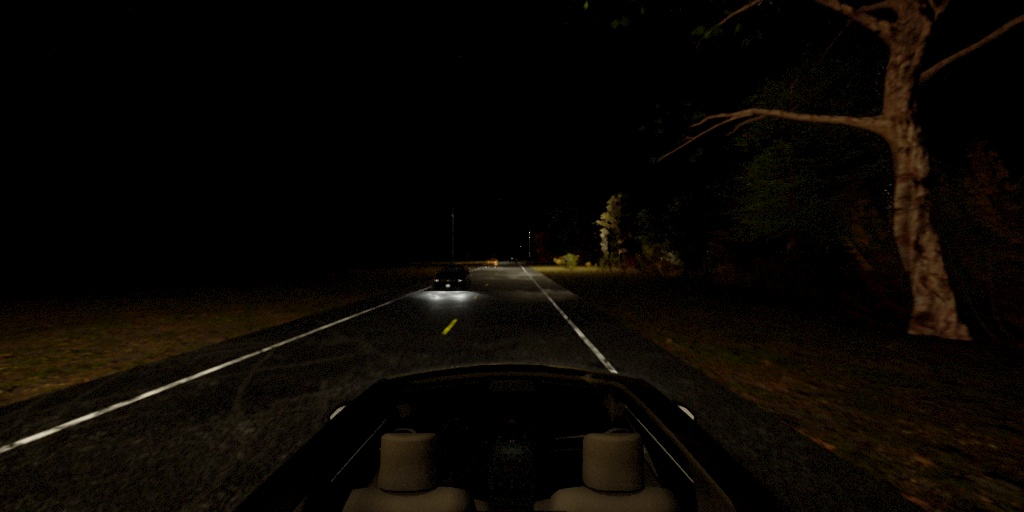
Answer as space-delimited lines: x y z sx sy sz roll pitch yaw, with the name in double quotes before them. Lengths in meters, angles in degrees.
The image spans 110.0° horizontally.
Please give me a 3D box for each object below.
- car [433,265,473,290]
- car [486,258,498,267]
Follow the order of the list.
"car" -3.596 1.282 22.808 2.033 1.411 5.357 0 0 0
"car" -3.512 1.181 64.428 1.882 1.535 5.008 0 0 0
